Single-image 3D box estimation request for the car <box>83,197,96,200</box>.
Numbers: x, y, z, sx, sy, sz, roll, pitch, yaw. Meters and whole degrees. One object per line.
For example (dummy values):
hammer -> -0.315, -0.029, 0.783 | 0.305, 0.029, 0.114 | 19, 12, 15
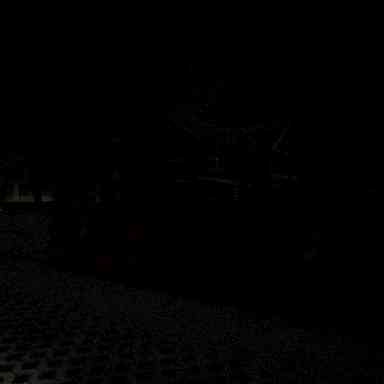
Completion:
car -> -13.822, 1.364, 43.047 | 2.033, 1.411, 5.357 | 1, 1, 35
